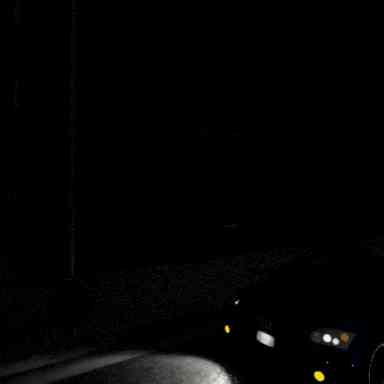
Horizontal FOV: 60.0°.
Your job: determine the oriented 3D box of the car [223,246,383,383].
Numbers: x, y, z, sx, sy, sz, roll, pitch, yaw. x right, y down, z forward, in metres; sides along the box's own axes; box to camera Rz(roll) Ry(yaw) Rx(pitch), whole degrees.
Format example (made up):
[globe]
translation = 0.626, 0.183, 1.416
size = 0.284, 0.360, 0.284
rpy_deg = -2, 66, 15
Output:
[car]
translation = 2.514, 1.594, 5.145
size = 4.181, 1.385, 1.994
rpy_deg = 1, 0, -35
